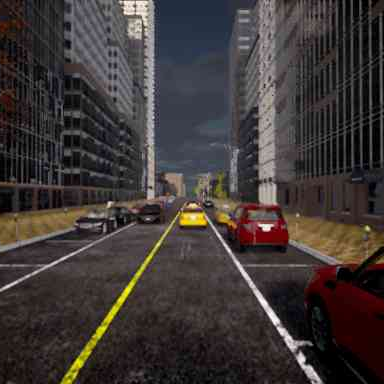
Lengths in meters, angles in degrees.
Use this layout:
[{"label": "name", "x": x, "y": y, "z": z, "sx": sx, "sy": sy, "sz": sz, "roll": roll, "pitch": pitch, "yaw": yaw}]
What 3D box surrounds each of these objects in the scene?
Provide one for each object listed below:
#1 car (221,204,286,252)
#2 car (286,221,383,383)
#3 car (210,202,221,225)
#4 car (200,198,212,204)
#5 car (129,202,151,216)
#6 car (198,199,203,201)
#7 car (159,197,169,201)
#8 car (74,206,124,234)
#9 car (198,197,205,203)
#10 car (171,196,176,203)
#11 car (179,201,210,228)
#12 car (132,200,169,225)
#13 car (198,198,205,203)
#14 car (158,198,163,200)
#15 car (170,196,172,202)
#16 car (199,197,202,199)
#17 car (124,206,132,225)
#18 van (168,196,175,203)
[{"label": "car", "x": 2.677, "y": 1.430, "z": 14.369, "sx": 2.192, "sy": 1.841, "sz": 5.009, "roll": 0, "pitch": 0, "yaw": 0}, {"label": "car", "x": 2.691, "y": 1.340, "z": 2.985, "sx": 2.192, "sy": 1.841, "sz": 5.009, "roll": 0, "pitch": 0, "yaw": 0}, {"label": "car", "x": 2.662, "y": 1.728, "z": 25.921, "sx": 1.752, "sy": 1.417, "sz": 4.829, "roll": 0, "pitch": 0, "yaw": 0}, {"label": "car", "x": 2.628, "y": 1.976, "z": 54.211, "sx": 1.947, "sy": 1.339, "sz": 4.313, "roll": 0, "pitch": 0, "yaw": 0}, {"label": "car", "x": -5.732, "y": 1.868, "z": 37.136, "sx": 1.802, "sy": 1.307, "sz": 4.206, "roll": 0, "pitch": 0, "yaw": 0}, {"label": "car", "x": 0.050, "y": 1.881, "z": 41.289, "sx": 1.994, "sy": 1.385, "sz": 4.181, "roll": 0, "pitch": 0, "yaw": 0}, {"label": "car", "x": -5.760, "y": 1.995, "z": 59.906, "sx": 1.887, "sy": 1.381, "sz": 4.507, "roll": 0, "pitch": 0, "yaw": 0}, {"label": "car", "x": -5.711, "y": 1.710, "z": 20.061, "sx": 2.008, "sy": 1.369, "sz": 4.403, "roll": 0, "pitch": 0, "yaw": 0}, {"label": "car", "x": 2.579, "y": 2.211, "z": 94.224, "sx": 1.752, "sy": 1.417, "sz": 4.829, "roll": 0, "pitch": 0, "yaw": 0}, {"label": "car", "x": -5.794, "y": 2.087, "z": 88.366, "sx": 1.967, "sy": 1.590, "sz": 4.097, "roll": 0, "pitch": 0, "yaw": 0}, {"label": "car", "x": 0.072, "y": 1.641, "z": 23.476, "sx": 1.801, "sy": 1.575, "sz": 5.366, "roll": 0, "pitch": 0, "yaw": 0}, {"label": "car", "x": -3.131, "y": 1.682, "z": 26.114, "sx": 1.882, "sy": 1.535, "sz": 5.008, "roll": 0, "pitch": 0, "yaw": 0}, {"label": "car", "x": 2.586, "y": 2.229, "z": 88.361, "sx": 1.802, "sy": 1.307, "sz": 4.206, "roll": 0, "pitch": 0, "yaw": 0}, {"label": "car", "x": -5.746, "y": 1.920, "z": 48.521, "sx": 2.008, "sy": 1.369, "sz": 4.403, "roll": 0, "pitch": 0, "yaw": 0}, {"label": "car", "x": -5.774, "y": 2.112, "z": 71.290, "sx": 1.802, "sy": 1.307, "sz": 4.206, "roll": 0, "pitch": 0, "yaw": 0}, {"label": "car", "x": 2.601, "y": 2.010, "z": 76.978, "sx": 1.967, "sy": 1.590, "sz": 4.097, "roll": 0, "pitch": 0, "yaw": 0}, {"label": "car", "x": -5.719, "y": 1.768, "z": 25.753, "sx": 1.947, "sy": 1.339, "sz": 4.313, "roll": 0, "pitch": 0, "yaw": 0}, {"label": "van", "x": -5.800, "y": 2.026, "z": 94.060, "sx": 1.690, "sy": 1.788, "sz": 3.998, "roll": 0, "pitch": 0, "yaw": 0}]
